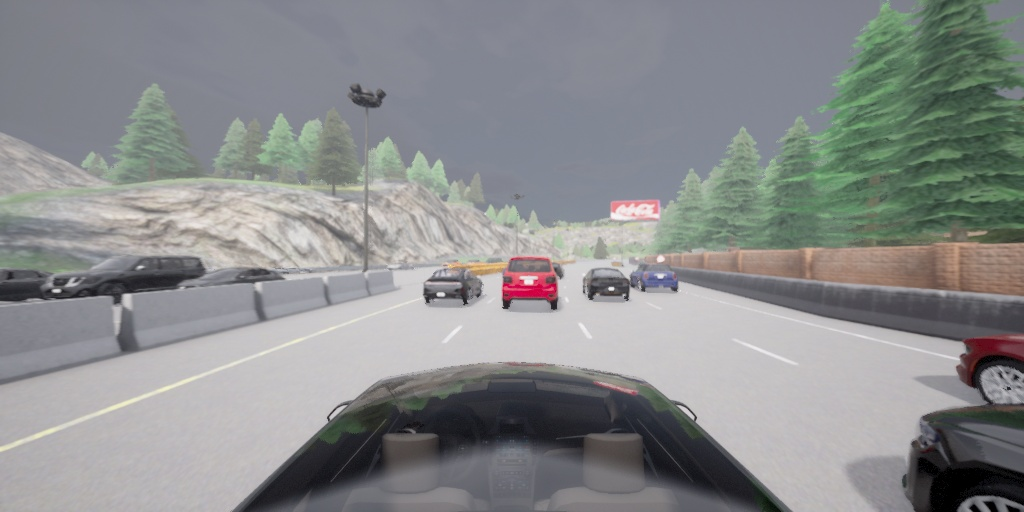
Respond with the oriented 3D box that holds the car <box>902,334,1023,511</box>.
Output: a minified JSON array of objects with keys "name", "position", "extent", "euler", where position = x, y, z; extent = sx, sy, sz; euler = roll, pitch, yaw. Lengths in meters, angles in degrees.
[{"name":"car","position":[3.670,1.249,0.461],"extent":[2.128,1.511,4.902],"euler":[0,0,0]}]

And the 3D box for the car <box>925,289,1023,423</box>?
[{"name":"car","position":[7.170,1.258,2.905],"extent":[1.882,1.535,5.008],"euler":[0,0,0]}]

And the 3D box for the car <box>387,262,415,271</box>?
[{"name":"car","position":[-16.579,1.539,53.697],"extent":[1.895,1.301,4.718],"euler":[0,0,16]}]

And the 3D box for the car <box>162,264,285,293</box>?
[{"name":"car","position":[-13.244,1.284,17.218],"extent":[1.837,1.490,4.892],"euler":[0,-1,6]}]

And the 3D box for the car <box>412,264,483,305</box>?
[{"name":"car","position":[-2.551,1.302,16.406],"extent":[2.128,1.511,4.902],"euler":[0,0,5]}]

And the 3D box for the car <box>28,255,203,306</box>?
[{"name":"car","position":[-16.891,0.983,16.245],"extent":[2.150,2.045,5.566],"euler":[0,-1,5]}]

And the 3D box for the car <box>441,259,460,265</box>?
[{"name":"car","position":[-10.552,1.351,62.192],"extent":[2.097,1.767,4.553],"euler":[0,0,16]}]

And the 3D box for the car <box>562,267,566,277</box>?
[{"name":"car","position":[4.139,1.428,35.332],"extent":[1.837,1.490,4.892],"euler":[0,0,13]}]

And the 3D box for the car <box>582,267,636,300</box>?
[{"name":"car","position":[4.709,1.323,18.436],"extent":[1.882,1.535,5.008],"euler":[0,0,7]}]

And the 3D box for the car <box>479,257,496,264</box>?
[{"name":"car","position":[-3.253,1.249,62.338],"extent":[2.150,2.045,5.566],"euler":[0,0,16]}]

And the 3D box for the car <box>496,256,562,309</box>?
[{"name":"car","position":[0.868,1.039,15.483],"extent":[2.150,2.045,5.566],"euler":[0,0,6]}]

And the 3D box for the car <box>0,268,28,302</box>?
[{"name":"car","position":[-20.551,1.243,14.000],"extent":[1.837,1.490,4.892],"euler":[0,-1,4]}]

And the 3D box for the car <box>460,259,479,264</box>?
[{"name":"car","position":[-6.819,1.366,62.560],"extent":[2.097,1.767,4.553],"euler":[0,0,16]}]

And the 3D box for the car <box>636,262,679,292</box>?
[{"name":"car","position":[8.832,1.231,22.668],"extent":[2.097,1.767,4.553],"euler":[0,0,8]}]
